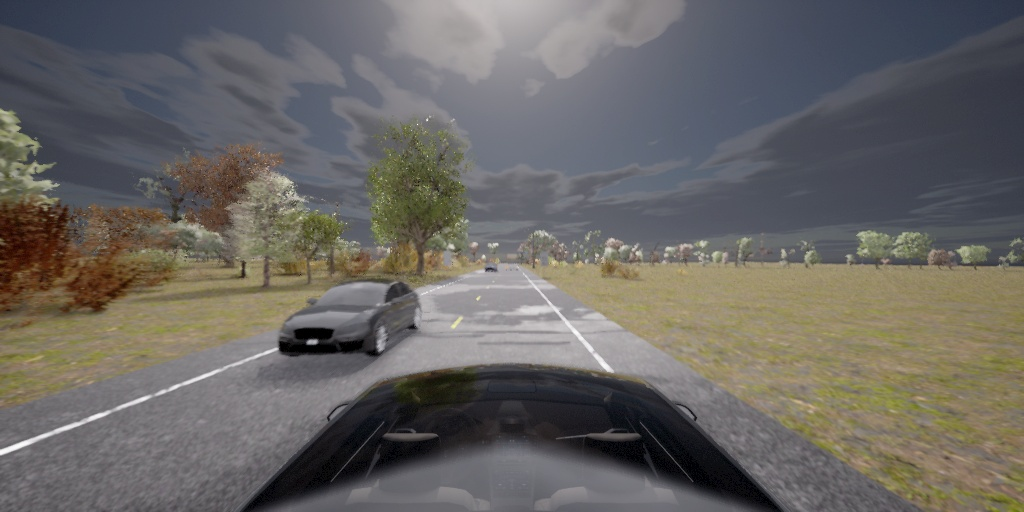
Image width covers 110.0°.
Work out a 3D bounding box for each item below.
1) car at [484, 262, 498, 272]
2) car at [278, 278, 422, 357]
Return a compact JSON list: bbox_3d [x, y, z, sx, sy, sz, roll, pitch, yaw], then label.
[{"bbox_3d":[-3.543,1.849,61.421,2.097,1.767,4.553,0,-1,0],"label":"car"},{"bbox_3d":[-3.602,1.343,8.901,1.837,1.490,4.892,0,-1,0],"label":"car"}]
